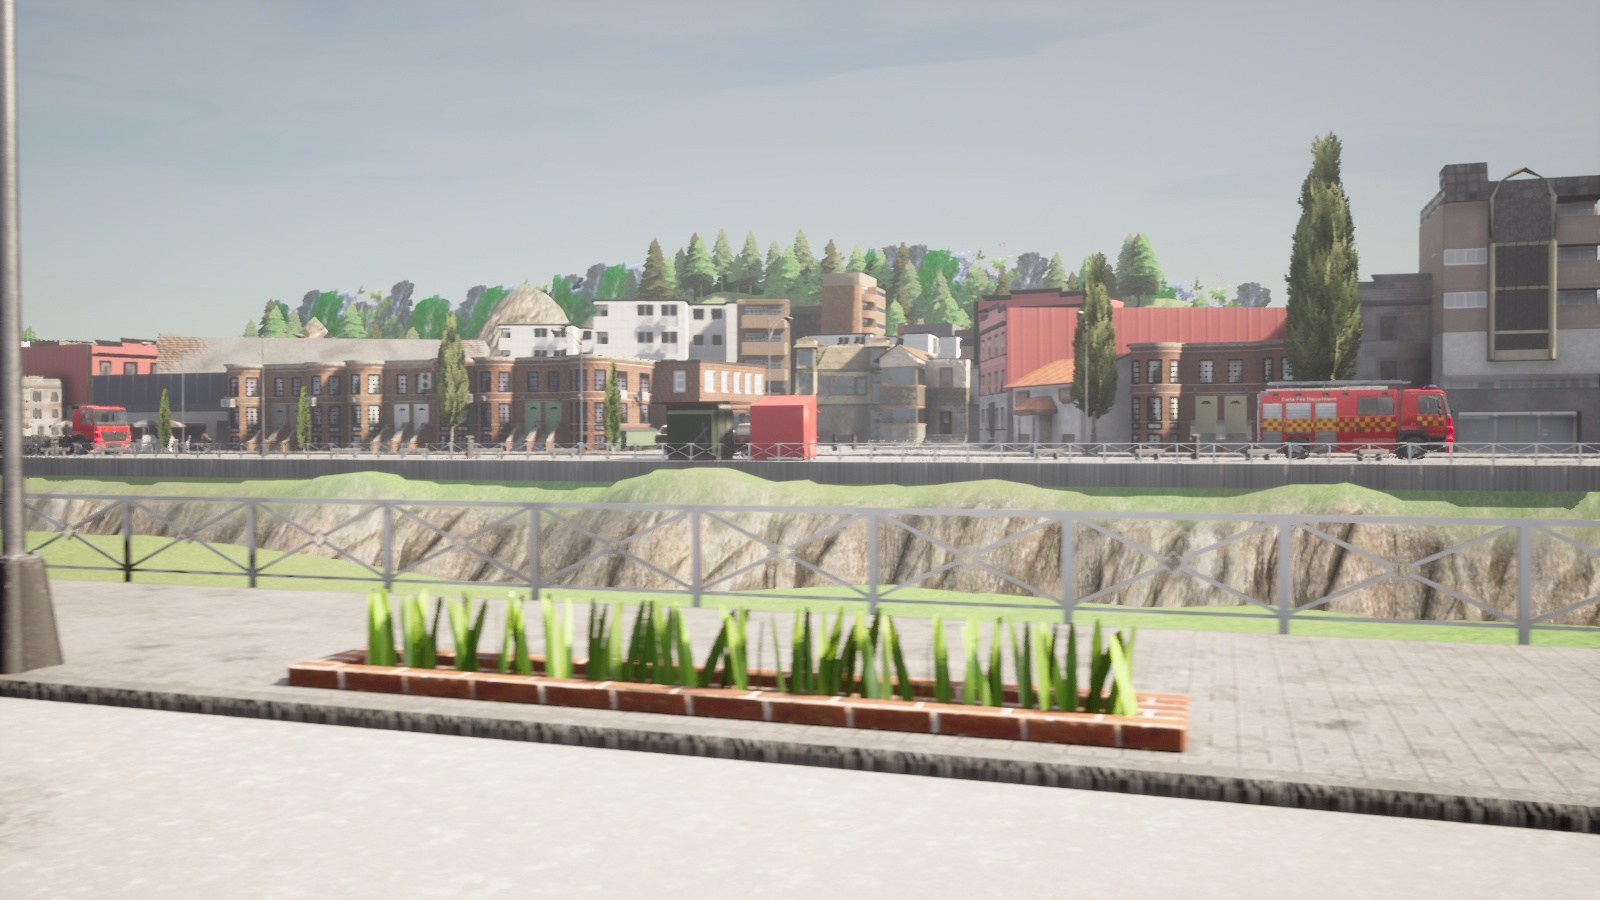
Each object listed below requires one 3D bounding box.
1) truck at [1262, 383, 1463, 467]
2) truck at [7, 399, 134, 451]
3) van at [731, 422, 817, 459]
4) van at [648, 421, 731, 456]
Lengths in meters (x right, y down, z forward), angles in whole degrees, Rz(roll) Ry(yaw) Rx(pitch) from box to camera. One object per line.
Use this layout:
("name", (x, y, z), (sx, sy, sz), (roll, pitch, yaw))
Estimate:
("truck", (26.582, -1.197, 59.870), (8.468, 3.827, 2.891), (1, 1, 19))
("truck", (-49.649, -1.711, 85.475), (7.936, 3.462, 2.891), (1, 1, 19))
("van", (-1.428, -0.536, 69.290), (4.442, 1.987, 1.775), (1, 1, 19))
("van", (-6.610, -0.680, 75.249), (4.480, 2.038, 2.069), (1, 1, 19))
